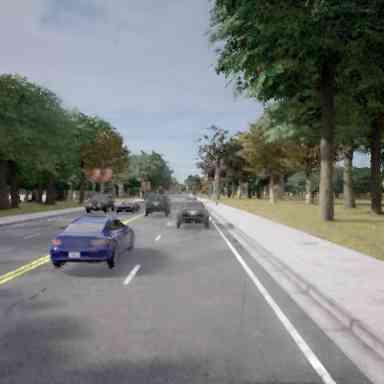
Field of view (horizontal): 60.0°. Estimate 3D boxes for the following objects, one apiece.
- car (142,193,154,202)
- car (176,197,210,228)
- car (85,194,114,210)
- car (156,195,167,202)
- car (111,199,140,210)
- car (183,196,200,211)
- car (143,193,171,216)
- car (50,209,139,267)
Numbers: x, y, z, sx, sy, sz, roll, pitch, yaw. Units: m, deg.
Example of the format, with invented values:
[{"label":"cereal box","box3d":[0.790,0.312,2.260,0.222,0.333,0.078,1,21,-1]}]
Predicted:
[{"label":"car","box3d":[-10.343,1.169,79.041,2.150,2.045,5.566,0,0,-1]},{"label":"car","box3d":[0.048,1.358,22.612,2.097,1.767,4.553,0,0,0]},{"label":"car","box3d":[-9.975,1.250,36.697,2.150,2.045,5.566,0,0,0]},{"label":"car","box3d":[-7.061,1.482,76.899,2.128,1.511,4.902,0,0,-1]},{"label":"car","box3d":[-6.713,1.626,34.938,1.895,1.301,4.718,0,0,0]},{"label":"car","box3d":[-0.083,1.394,42.539,2.097,1.767,4.553,0,0,0]},{"label":"car","box3d":[-3.263,1.242,32.577,2.150,2.045,5.566,0,0,-1]},{"label":"car","box3d":[-3.163,1.526,11.237,1.812,1.442,4.674,0,0,0]}]
